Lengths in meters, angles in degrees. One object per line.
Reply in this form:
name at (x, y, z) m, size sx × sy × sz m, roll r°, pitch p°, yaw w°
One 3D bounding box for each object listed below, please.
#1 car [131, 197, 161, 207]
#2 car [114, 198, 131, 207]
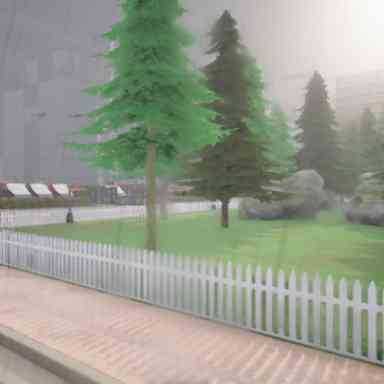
car at (-5.975, 1.301, 47.624) m, size 2.097 × 1.767 × 4.553 m, roll 0°, pitch 0°, yaw 34°
car at (-9.393, 1.508, 48.821) m, size 1.994 × 1.385 × 4.181 m, roll 0°, pitch 0°, yaw 34°
